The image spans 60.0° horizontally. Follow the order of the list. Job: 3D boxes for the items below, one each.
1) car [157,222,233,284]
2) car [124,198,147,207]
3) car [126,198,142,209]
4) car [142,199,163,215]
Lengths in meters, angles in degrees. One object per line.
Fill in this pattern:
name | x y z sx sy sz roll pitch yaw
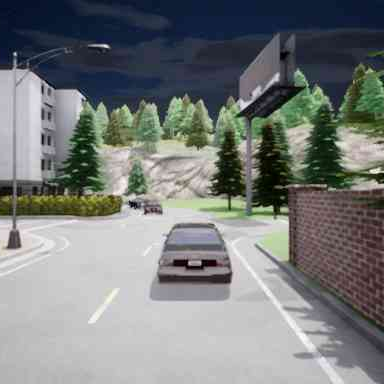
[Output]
car | 0.069 1.601 9.720 2.033 1.411 5.357 0 0 0
car | -10.355 1.807 60.762 1.882 1.535 5.008 1 -1 -38
car | -7.943 1.762 49.740 2.128 1.511 4.902 0 0 -26
car | -4.291 1.764 36.843 1.994 1.385 4.181 0 0 -8
